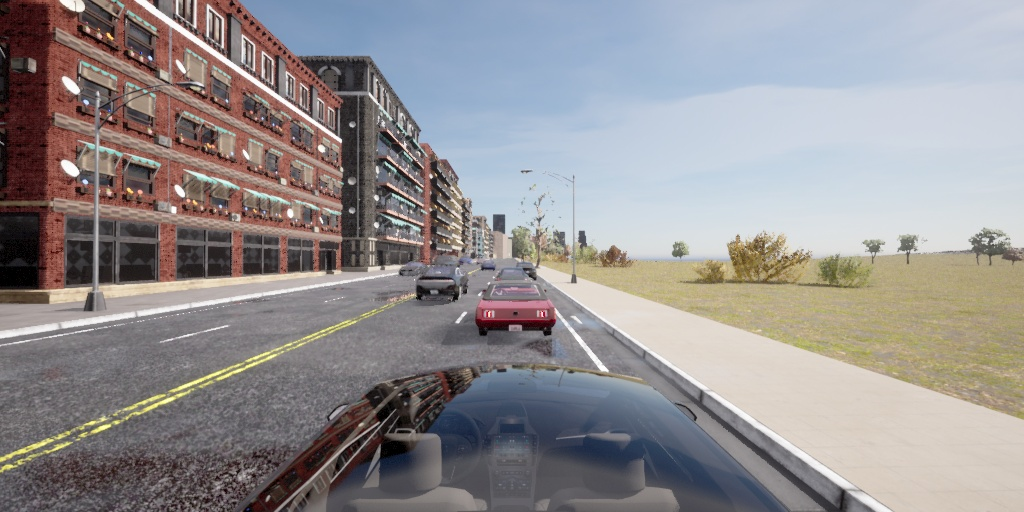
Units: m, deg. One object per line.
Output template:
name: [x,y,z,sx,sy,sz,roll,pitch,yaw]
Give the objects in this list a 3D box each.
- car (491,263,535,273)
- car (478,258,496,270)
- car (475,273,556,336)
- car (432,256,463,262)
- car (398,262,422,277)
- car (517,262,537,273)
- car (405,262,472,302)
car: [0.044,1.318,20.416,1.994,1.385,4.181,0,0,0]
car: [-3.280,1.318,51.068,1.994,1.385,4.181,0,0,0]
car: [0.080,1.353,10.385,1.895,1.301,4.718,0,0,0]
car: [-6.690,0.977,36.079,2.150,2.045,5.566,0,0,0]
car: [-9.938,1.303,36.532,2.033,1.411,5.357,0,0,0]
car: [1.063,1.261,30.409,1.837,1.490,4.892,0,0,0]
car: [-3.190,1.245,17.084,2.128,1.511,4.902,0,0,0]
